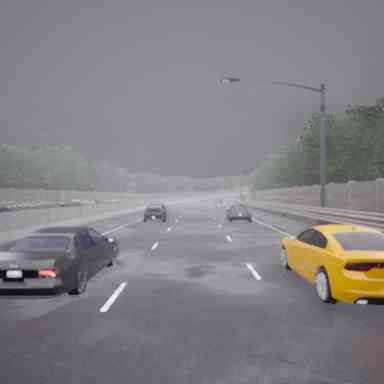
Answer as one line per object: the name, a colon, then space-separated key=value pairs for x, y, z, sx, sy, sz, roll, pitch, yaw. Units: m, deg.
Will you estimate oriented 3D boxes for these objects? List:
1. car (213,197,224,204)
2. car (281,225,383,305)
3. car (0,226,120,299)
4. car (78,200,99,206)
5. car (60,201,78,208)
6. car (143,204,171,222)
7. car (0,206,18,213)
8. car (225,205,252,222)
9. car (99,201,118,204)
car: x=7.439 y=2.571 z=94.224 sx=2.033 sy=1.649 sz=4.856 roll=0 pitch=-1 yaw=5
car: x=3.650 y=1.553 z=8.328 sx=1.882 sy=1.535 sz=5.008 roll=0 pitch=-1 yaw=0
car: x=-3.347 y=1.623 z=8.819 sx=2.033 sy=1.411 sz=5.357 roll=0 pitch=-1 yaw=1
car: x=-16.255 y=2.053 z=53.748 sx=1.812 sy=1.442 sz=4.674 roll=0 pitch=0 yaw=3
car: x=-19.730 y=2.126 z=54.351 sx=1.895 sy=1.301 sz=4.718 roll=0 pitch=-1 yaw=3
car: x=-2.993 y=1.776 z=28.760 sx=1.837 sy=1.490 sz=4.892 roll=0 pitch=-1 yaw=1
car: x=-13.835 y=1.675 z=22.586 sx=1.882 sy=1.535 sz=5.008 roll=0 pitch=-1 yaw=1
car: x=4.026 y=1.850 z=29.337 sx=1.994 sy=1.385 sz=4.181 roll=0 pitch=-1 yaw=2
car: x=-12.797 y=2.083 z=52.928 sx=1.994 sy=1.385 sz=4.181 roll=0 pitch=0 yaw=3
